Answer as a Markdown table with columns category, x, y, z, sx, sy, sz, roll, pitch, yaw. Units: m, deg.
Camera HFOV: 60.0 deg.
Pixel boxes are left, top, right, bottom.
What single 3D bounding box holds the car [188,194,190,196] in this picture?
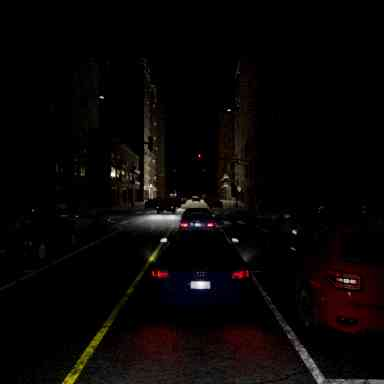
| category | x | y | z | sx | sy | sz | roll | pitch | yaw |
| --- | --- | --- | --- | --- | --- | --- | --- | --- | --- |
| car | -2.112 | 1.560 | 70.764 | 2.033 | 1.411 | 5.357 | 0 | 0 | 1 |

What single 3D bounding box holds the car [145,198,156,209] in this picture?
| category | x | y | z | sx | sy | sz | roll | pitch | yaw |
| --- | --- | --- | --- | --- | --- | --- | --- | --- | --- |
| car | -5.289 | 1.555 | 44.970 | 1.887 | 1.381 | 4.507 | 1 | 0 | 1 |

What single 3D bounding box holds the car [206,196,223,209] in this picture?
| category | x | y | z | sx | sy | sz | roll | pitch | yaw |
| --- | --- | --- | --- | --- | --- | --- | --- | --- | --- |
| car | 3.235 | 1.592 | 44.853 | 1.802 | 1.307 | 4.206 | 1 | 0 | 1 |

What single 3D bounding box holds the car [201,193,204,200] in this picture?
| category | x | y | z | sx | sy | sz | roll | pitch | yaw |
| --- | --- | --- | --- | --- | --- | --- | --- | --- | --- |
| car | 3.525 | 1.334 | 67.545 | 2.192 | 1.841 | 5.009 | 1 | 0 | 1 |

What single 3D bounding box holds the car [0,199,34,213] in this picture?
| category | x | y | z | sx | sy | sz | roll | pitch | yaw |
| --- | --- | --- | --- | --- | --- | --- | --- | --- | --- |
| car | -16.425 | 1.342 | 29.272 | 4.902 | 1.511 | 2.128 | 1 | -1 | 1 |

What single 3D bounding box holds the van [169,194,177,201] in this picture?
| category | x | y | z | sx | sy | sz | roll | pitch | yaw |
| --- | --- | --- | --- | --- | --- | --- | --- | --- | --- |
| van | -4.784 | 1.370 | 84.677 | 1.690 | 1.788 | 3.998 | 1 | 0 | 1 |

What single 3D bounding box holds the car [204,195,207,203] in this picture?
| category | x | y | z | sx | sy | sz | roll | pitch | yaw |
| --- | --- | --- | --- | --- | --- | --- | --- | --- | --- |
| car | 3.379 | 1.596 | 56.199 | 1.802 | 1.307 | 4.206 | 1 | 0 | 1 |

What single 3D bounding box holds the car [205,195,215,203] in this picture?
| category | x | y | z | sx | sy | sz | roll | pitch | yaw |
| --- | --- | --- | --- | --- | --- | --- | --- | --- | --- |
| car | 3.307 | 1.594 | 50.526 | 1.802 | 1.307 | 4.206 | 1 | 0 | 1 |

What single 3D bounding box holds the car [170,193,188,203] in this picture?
| category | x | y | z | sx | sy | sz | roll | pitch | yaw |
| --- | --- | --- | --- | --- | --- | --- | --- | --- | --- |
| car | -2.317 | 1.367 | 60.265 | 2.097 | 1.767 | 4.553 | 0 | 0 | 1 |

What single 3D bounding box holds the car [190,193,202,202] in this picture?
| category | x | y | z | sx | sy | sz | roll | pitch | yaw |
| --- | --- | --- | --- | --- | --- | --- | --- | --- | --- |
| car | 0.944 | 1.563 | 74.229 | 2.033 | 1.411 | 5.357 | 0 | 0 | 1 |

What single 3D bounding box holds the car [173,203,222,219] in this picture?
| category | x | y | z | sx | sy | sz | roll | pitch | yaw |
| --- | --- | --- | --- | --- | --- | --- | --- | --- | --- |
| car | 0.269 | 1.551 | 17.776 | 2.033 | 1.411 | 5.357 | 0 | 0 | 0 |

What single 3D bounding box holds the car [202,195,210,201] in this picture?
| category | x | y | z | sx | sy | sz | roll | pitch | yaw |
| --- | --- | --- | --- | --- | --- | --- | --- | --- | --- |
| car | 3.810 | 1.598 | 90.236 | 1.947 | 1.339 | 4.313 | 1 | 0 | 1 |

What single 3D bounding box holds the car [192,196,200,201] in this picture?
| category | x | y | z | sx | sy | sz | roll | pitch | yaw |
| --- | --- | --- | --- | --- | --- | --- | --- | --- | --- |
| car | 1.068 | 1.624 | 84.928 | 1.895 | 1.301 | 4.718 | 0 | 0 | 1 |

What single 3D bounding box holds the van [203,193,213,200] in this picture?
| category | x | y | z | sx | sy | sz | roll | pitch | yaw |
| --- | --- | --- | --- | --- | --- | --- | --- | --- | --- |
| van | 3.453 | 1.357 | 61.872 | 1.690 | 1.788 | 3.998 | 1 | 0 | 1 |

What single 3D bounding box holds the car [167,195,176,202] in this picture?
| category | x | y | z | sx | sy | sz | roll | pitch | yaw |
| --- | --- | --- | --- | --- | --- | --- | --- | --- | --- |
| car | -4.857 | 1.465 | 79.004 | 1.967 | 1.590 | 4.097 | 1 | 0 | 1 |

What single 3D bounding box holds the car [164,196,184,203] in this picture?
| category | x | y | z | sx | sy | sz | roll | pitch | yaw |
| --- | --- | --- | --- | --- | --- | --- | --- | --- | --- |
| car | -2.501 | 1.611 | 47.606 | 1.895 | 1.301 | 4.718 | 0 | 0 | 1 |

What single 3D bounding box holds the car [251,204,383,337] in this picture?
| category | x | y | z | sx | sy | sz | roll | pitch | yaw |
| --- | --- | --- | --- | --- | --- | --- | --- | --- | --- |
| car | 2.753 | 1.316 | 6.587 | 2.192 | 1.841 | 5.009 | 1 | 0 | 1 |

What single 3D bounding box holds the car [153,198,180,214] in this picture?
| category | x | y | z | sx | sy | sz | roll | pitch | yaw |
| --- | --- | --- | --- | --- | --- | --- | --- | --- | --- |
| car | -2.657 | 1.613 | 35.250 | 1.895 | 1.301 | 4.718 | 0 | 0 | 1 |

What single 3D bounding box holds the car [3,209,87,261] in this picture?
| category | x | y | z | sx | sy | sz | roll | pitch | yaw |
| --- | --- | --- | --- | --- | --- | --- | --- | --- | --- |
| car | -5.703 | 1.547 | 12.328 | 1.887 | 1.381 | 4.507 | 1 | 0 | 1 |

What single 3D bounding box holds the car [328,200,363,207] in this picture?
| category | x | y | z | sx | sy | sz | roll | pitch | yaw |
| --- | --- | --- | --- | --- | --- | --- | --- | --- | --- |
| car | 13.988 | 1.502 | 31.920 | 4.553 | 1.767 | 2.097 | 0 | -1 | 1 |

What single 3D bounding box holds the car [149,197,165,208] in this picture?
| category | x | y | z | sx | sy | sz | roll | pitch | yaw |
| --- | --- | --- | --- | --- | --- | --- | --- | --- | --- |
| car | -5.218 | 1.556 | 50.642 | 1.887 | 1.381 | 4.507 | 1 | 0 | 1 |

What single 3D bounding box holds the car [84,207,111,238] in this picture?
| category | x | y | z | sx | sy | sz | roll | pitch | yaw |
| --- | --- | --- | --- | --- | --- | --- | --- | --- | --- |
| car | -5.634 | 1.529 | 17.782 | 1.752 | 1.417 | 4.829 | 1 | 0 | 1 |

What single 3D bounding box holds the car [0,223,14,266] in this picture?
| category | x | y | z | sx | sy | sz | roll | pitch | yaw |
| --- | --- | --- | --- | --- | --- | --- | --- | --- | --- |
| car | -5.776 | 1.527 | 6.534 | 1.752 | 1.417 | 4.829 | 1 | 0 | 1 |

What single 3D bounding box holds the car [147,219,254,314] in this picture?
| category | x | y | z | sx | sy | sz | roll | pitch | yaw |
| --- | --- | --- | --- | --- | --- | --- | --- | --- | --- |
| car | 0.175 | 1.566 | 7.712 | 1.994 | 1.385 | 4.181 | 0 | 0 | 1 |

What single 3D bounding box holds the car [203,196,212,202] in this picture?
| category | x | y | z | sx | sy | sz | roll | pitch | yaw |
| --- | --- | --- | --- | --- | --- | --- | --- | --- | --- |
| car | 3.666 | 1.607 | 78.890 | 1.802 | 1.307 | 4.206 | 1 | 0 | 1 |
